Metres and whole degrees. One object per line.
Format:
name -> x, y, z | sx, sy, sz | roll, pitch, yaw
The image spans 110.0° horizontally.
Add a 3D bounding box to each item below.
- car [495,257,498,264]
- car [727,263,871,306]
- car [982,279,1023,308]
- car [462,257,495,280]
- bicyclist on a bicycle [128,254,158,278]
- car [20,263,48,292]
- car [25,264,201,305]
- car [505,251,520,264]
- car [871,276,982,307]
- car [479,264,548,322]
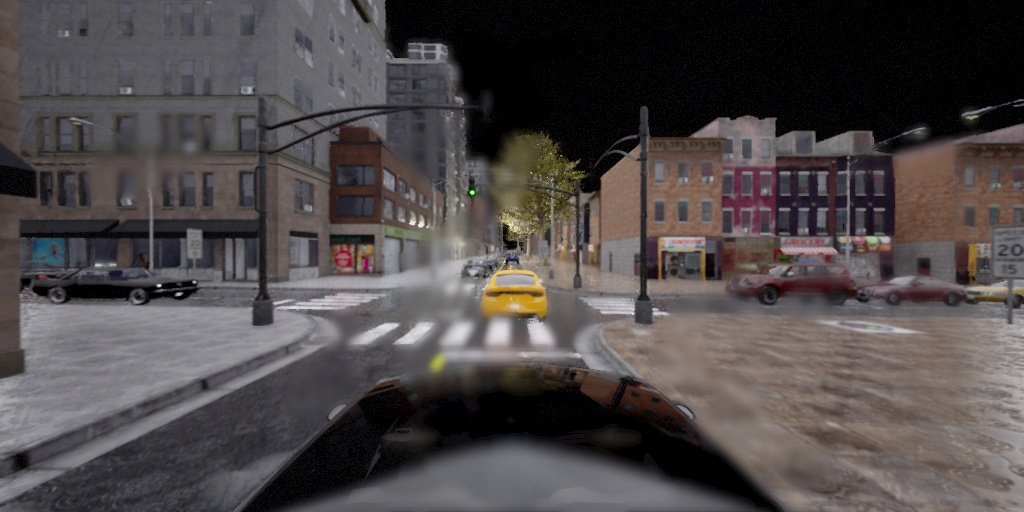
car -> -2.858, 1.000, 38.803 | 1.895, 1.301, 4.718 | 0, 1, 0
car -> 12.697, 1.227, 16.370 | 5.009, 1.841, 2.192 | 0, 0, 0
car -> 23.332, 1.592, 16.390 | 4.829, 1.417, 1.751 | 0, 0, 0
car -> -2.850, 1.047, 28.961 | 2.128, 1.511, 4.902 | 0, 1, 1
bicyclist on a bicycle -> -20.143, 0.696, 19.585 | 0.582, 1.620, 1.656 | 1, 1, 0
car -> -23.349, 0.959, 16.711 | 4.718, 1.301, 1.895 | 1, 0, 0
car -> -14.873, 1.111, 13.689 | 4.718, 1.301, 1.895 | 1, 0, 0
car -> 0.078, 0.264, 57.774 | 2.150, 2.045, 5.566 | 0, 1, 0
car -> 18.099, 1.571, 16.380 | 4.207, 1.307, 1.802 | 0, 0, 0
car -> 0.097, 1.213, 12.293 | 1.882, 1.535, 5.008 | 0, 1, 0
